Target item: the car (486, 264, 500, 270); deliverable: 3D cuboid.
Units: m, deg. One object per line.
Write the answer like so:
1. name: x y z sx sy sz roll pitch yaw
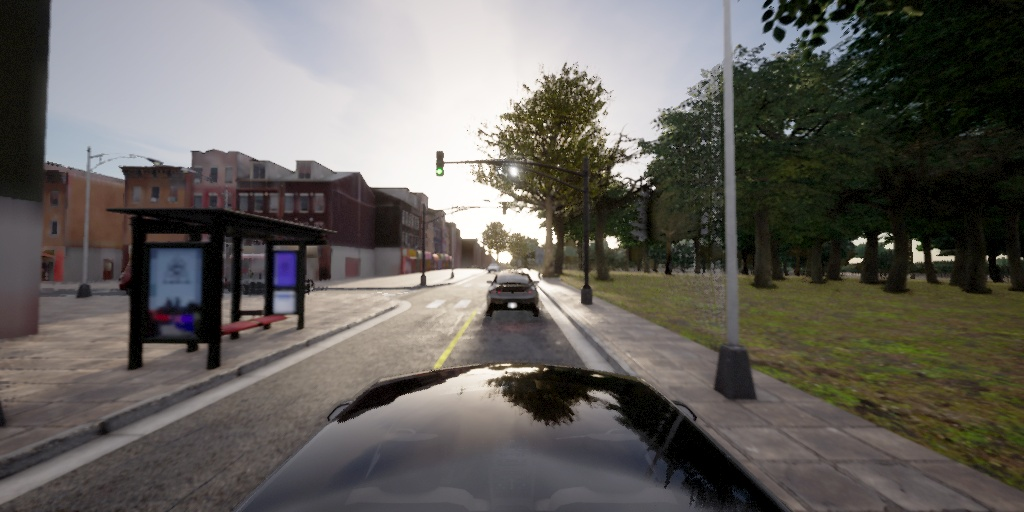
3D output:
1. car: -2.816 1.943 55.782 1.812 1.442 4.674 0 -1 0

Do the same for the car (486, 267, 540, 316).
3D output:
1. car: 0.039 1.354 13.908 1.837 1.490 4.892 0 0 1

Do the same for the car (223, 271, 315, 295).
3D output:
1. car: -13.491 1.528 20.262 4.313 1.339 1.948 0 0 0

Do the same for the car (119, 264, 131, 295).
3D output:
1. car: -19.020 1.309 20.230 5.009 1.841 2.192 0 0 0
